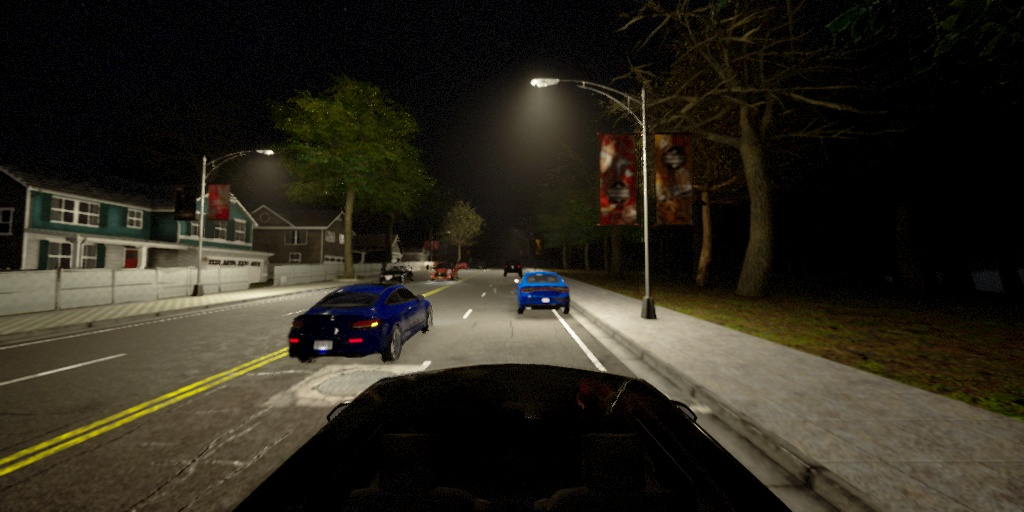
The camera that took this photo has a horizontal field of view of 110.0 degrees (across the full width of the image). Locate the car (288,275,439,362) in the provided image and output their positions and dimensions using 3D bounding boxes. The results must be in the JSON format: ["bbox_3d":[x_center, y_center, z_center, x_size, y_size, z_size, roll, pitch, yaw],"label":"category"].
[{"bbox_3d":[-3.149,1.345,8.281,1.812,1.442,4.674,0,-1,0],"label":"car"}]

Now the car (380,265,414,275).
[{"bbox_3d":[-9.849,1.574,30.996,2.128,1.511,4.902,0,-1,0],"label":"car"}]

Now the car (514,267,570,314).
[{"bbox_3d":[1.137,1.367,14.578,1.882,1.535,5.008,0,-1,0],"label":"car"}]

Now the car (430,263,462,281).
[{"bbox_3d":[-6.596,1.486,35.337,2.097,1.767,4.553,0,-1,0],"label":"car"}]

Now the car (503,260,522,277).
[{"bbox_3d":[0.088,1.472,44.584,2.150,2.045,5.566,0,-1,0],"label":"car"}]
